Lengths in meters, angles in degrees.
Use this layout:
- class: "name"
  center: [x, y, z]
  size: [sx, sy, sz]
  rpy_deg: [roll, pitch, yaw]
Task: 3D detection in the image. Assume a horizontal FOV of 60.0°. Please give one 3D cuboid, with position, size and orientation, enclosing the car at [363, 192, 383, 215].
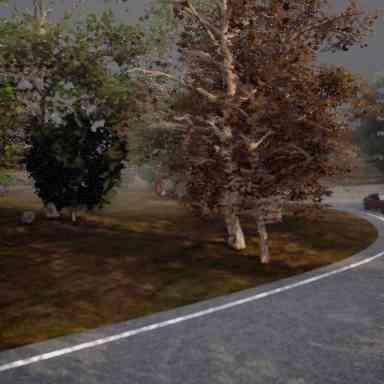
- class: "car"
  center: [14.581, 0.789, 25.152]
  size: [1.812, 1.442, 4.674]
  rpy_deg: [-3, 2, 5]

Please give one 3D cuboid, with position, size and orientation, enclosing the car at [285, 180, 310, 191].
- class: "car"
  center: [20.172, -1.269, 63.304]
  size: [4.553, 1.767, 2.097]
  rpy_deg: [-5, 3, -34]

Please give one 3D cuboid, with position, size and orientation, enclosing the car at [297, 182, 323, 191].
- class: "car"
  center: [14.700, -0.124, 43.461]
  size: [2.097, 1.767, 4.553]
  rpy_deg: [-3, 2, -5]

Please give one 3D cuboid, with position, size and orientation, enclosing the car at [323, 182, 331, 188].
- class: "car"
  center: [23.871, -1.225, 61.826]
  size: [4.181, 1.385, 1.994]
  rpy_deg: [-5, 3, -27]
